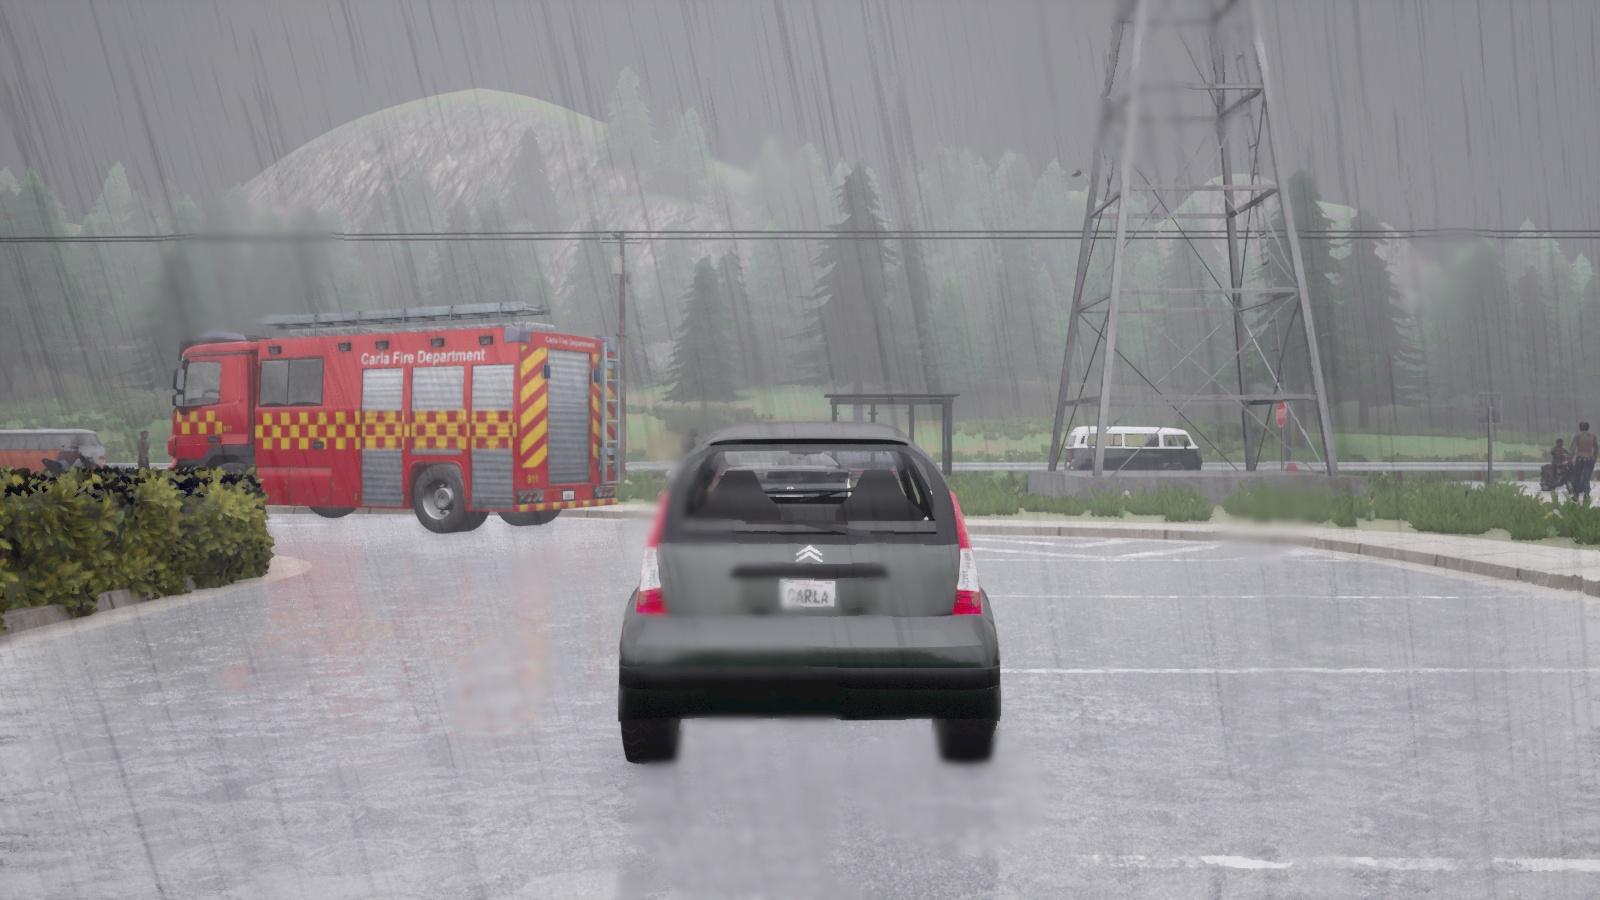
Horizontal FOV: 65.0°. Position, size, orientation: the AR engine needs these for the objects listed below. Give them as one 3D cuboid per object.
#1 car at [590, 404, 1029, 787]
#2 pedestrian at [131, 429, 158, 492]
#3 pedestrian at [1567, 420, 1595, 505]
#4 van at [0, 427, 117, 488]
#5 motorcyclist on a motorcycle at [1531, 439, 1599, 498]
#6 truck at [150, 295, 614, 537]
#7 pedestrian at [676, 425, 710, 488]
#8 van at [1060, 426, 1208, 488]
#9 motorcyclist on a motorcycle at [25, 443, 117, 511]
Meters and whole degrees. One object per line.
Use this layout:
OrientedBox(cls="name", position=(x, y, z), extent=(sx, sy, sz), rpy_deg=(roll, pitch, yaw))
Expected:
OrientedBox(cls="car", position=(0.041, 0.603, 7.295), extent=(1.851, 1.617, 3.988), rpy_deg=(0, 0, 0))
OrientedBox(cls="pedestrian", position=(-19.473, 0.306, 37.294), extent=(0.634, 1.846, 0.331), rpy_deg=(0, 0, 1))
OrientedBox(cls="pedestrian", position=(16.964, 0.261, 27.279), extent=(0.328, 1.805, 0.869), rpy_deg=(0, 0, 20))
OrientedBox(cls="van", position=(-25.524, 0.242, 42.250), extent=(4.442, 1.987, 1.775), rpy_deg=(0, 0, 14))
OrientedBox(cls="motorcyclist on a motorcycle", position=(22.377, 0.507, 36.791), extent=(0.766, 1.649, 2.350), rpy_deg=(1, 1, 6))
OrientedBox(cls="truck", position=(-7.772, -0.554, 23.048), extent=(8.468, 3.827, 2.891), rpy_deg=(0, 0, 26))
OrientedBox(cls="pedestrian", position=(-3.241, 0.184, 38.031), extent=(0.849, 1.883, 0.563), rpy_deg=(0, 0, 21))
OrientedBox(cls="van", position=(11.210, 0.240, 42.396), extent=(4.480, 2.038, 2.069), rpy_deg=(0, 0, 1))
OrientedBox(cls="motorcyclist on a motorcycle", position=(-17.056, 0.602, 29.443), extent=(0.866, 1.530, 2.191), rpy_deg=(0, 0, 0))
